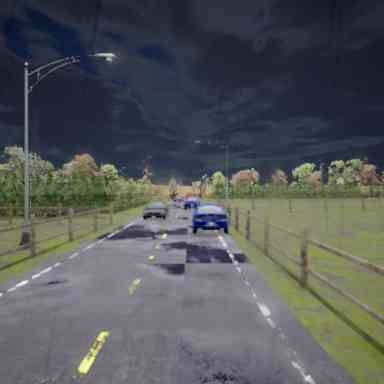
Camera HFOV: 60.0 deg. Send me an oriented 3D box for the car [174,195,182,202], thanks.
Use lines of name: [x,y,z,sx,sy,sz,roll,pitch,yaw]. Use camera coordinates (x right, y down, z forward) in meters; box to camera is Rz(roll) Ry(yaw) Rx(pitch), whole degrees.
car: [-2.751,1.323,68.397,1.994,1.385,4.181,0,0,0]

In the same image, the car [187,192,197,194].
car: [0.001,1.053,54.979,2.150,2.045,5.566,0,0,0]

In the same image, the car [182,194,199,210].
car: [0.036,1.360,41.467,1.882,1.535,5.008,0,0,0]

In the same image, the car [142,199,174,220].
car: [-2.849,1.474,27.404,2.033,1.411,5.357,0,0,0]

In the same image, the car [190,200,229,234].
car: [0.963,1.428,19.095,1.882,1.535,5.008,0,0,0]
